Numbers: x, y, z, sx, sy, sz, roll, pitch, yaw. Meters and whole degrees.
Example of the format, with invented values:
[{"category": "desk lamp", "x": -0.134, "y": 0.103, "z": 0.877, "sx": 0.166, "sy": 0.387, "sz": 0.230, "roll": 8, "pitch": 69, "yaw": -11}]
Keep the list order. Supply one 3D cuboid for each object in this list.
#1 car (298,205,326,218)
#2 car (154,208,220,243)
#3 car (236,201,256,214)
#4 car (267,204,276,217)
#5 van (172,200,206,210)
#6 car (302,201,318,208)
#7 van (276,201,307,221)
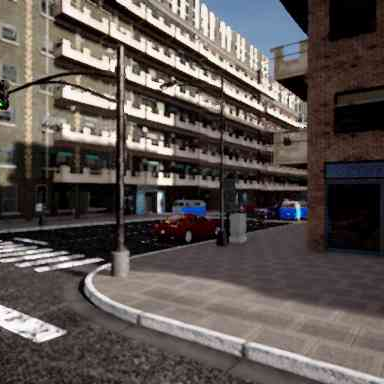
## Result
[{"category": "car", "x": 13.109, "y": 2.081, "z": 36.218, "sx": 1.802, "sy": 1.307, "sz": 4.206, "roll": -1, "pitch": -1, "yaw": 36}, {"category": "car", "x": -0.103, "y": 1.799, "z": 17.713, "sx": 1.887, "sy": 1.381, "sz": 4.507, "roll": -1, "pitch": -1, "yaw": 36}, {"category": "car", "x": 6.285, "y": 1.908, "z": 41.100, "sx": 1.967, "sy": 1.590, "sz": 4.097, "roll": 0, "pitch": -1, "yaw": 36}, {"category": "car", "x": 9.703, "y": 1.992, "z": 36.063, "sx": 1.812, "sy": 1.442, "sz": 4.674, "roll": 0, "pitch": 0, "yaw": 36}, {"category": "van", "x": -0.299, "y": 1.686, "z": 31.832, "sx": 1.690, "sy": 1.788, "sz": 3.998, "roll": 0, "pitch": -1, "yaw": 36}, {"category": "car", "x": 22.816, "y": 2.375, "z": 64.218, "sx": 1.802, "sy": 1.307, "sz": 4.206, "roll": -1, "pitch": -1, "yaw": 36}, {"category": "van", "x": 9.807, "y": 1.778, "z": 31.595, "sx": 1.690, "sy": 1.788, "sz": 3.998, "roll": -1, "pitch": -1, "yaw": 36}]
